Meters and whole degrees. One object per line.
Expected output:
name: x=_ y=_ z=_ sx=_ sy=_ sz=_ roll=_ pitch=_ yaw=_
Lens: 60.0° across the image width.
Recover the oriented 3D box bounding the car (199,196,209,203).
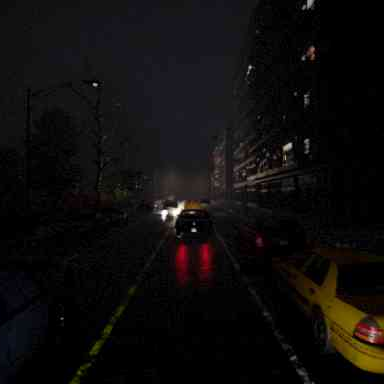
car: x=2.575 y=1.633 z=72.236 sx=2.008 sy=1.369 sz=4.403 roll=1 pitch=0 yaw=0

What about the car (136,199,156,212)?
car: x=-5.304 y=1.484 z=38.695 sx=1.967 sy=1.590 sz=4.097 roll=1 pitch=0 yaw=0

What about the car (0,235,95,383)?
car: x=-2.849 y=1.552 z=3.520 sx=2.033 sy=1.411 sz=5.357 roll=0 pitch=0 yaw=0

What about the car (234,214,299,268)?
car: x=2.576 y=1.453 z=11.242 sx=1.967 sy=1.590 sz=4.097 roll=1 pitch=0 yaw=0

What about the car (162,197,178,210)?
car: x=-2.840 y=1.650 z=44.125 sx=1.895 sy=1.301 sz=4.718 roll=0 pitch=0 yaw=0

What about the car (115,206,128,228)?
car: x=-5.306 y=1.607 z=22.086 sx=1.802 sy=1.307 sz=4.206 roll=1 pitch=0 yaw=0

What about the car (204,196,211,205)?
car: x=2.574 y=1.651 z=61.146 sx=1.802 sy=1.307 sz=4.206 roll=1 pitch=0 yaw=0

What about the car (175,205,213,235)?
car: x=0.102 y=1.622 z=18.822 sx=1.895 sy=1.301 sz=4.718 roll=0 pitch=0 yaw=0

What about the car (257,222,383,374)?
car: x=2.575 y=1.532 z=5.867 sx=1.752 sy=1.417 sz=4.829 roll=1 pitch=0 yaw=0

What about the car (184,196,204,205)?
car: x=0.102 y=1.519 z=37.224 sx=1.882 sy=1.535 sz=5.008 roll=0 pitch=0 yaw=0

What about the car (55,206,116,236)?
car: x=-5.306 y=1.601 z=16.549 sx=1.802 sy=1.307 sz=4.206 roll=1 pitch=0 yaw=0

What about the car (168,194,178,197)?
car: x=-5.304 y=1.535 z=82.985 sx=1.967 sy=1.590 sz=4.097 roll=1 pitch=0 yaw=0
